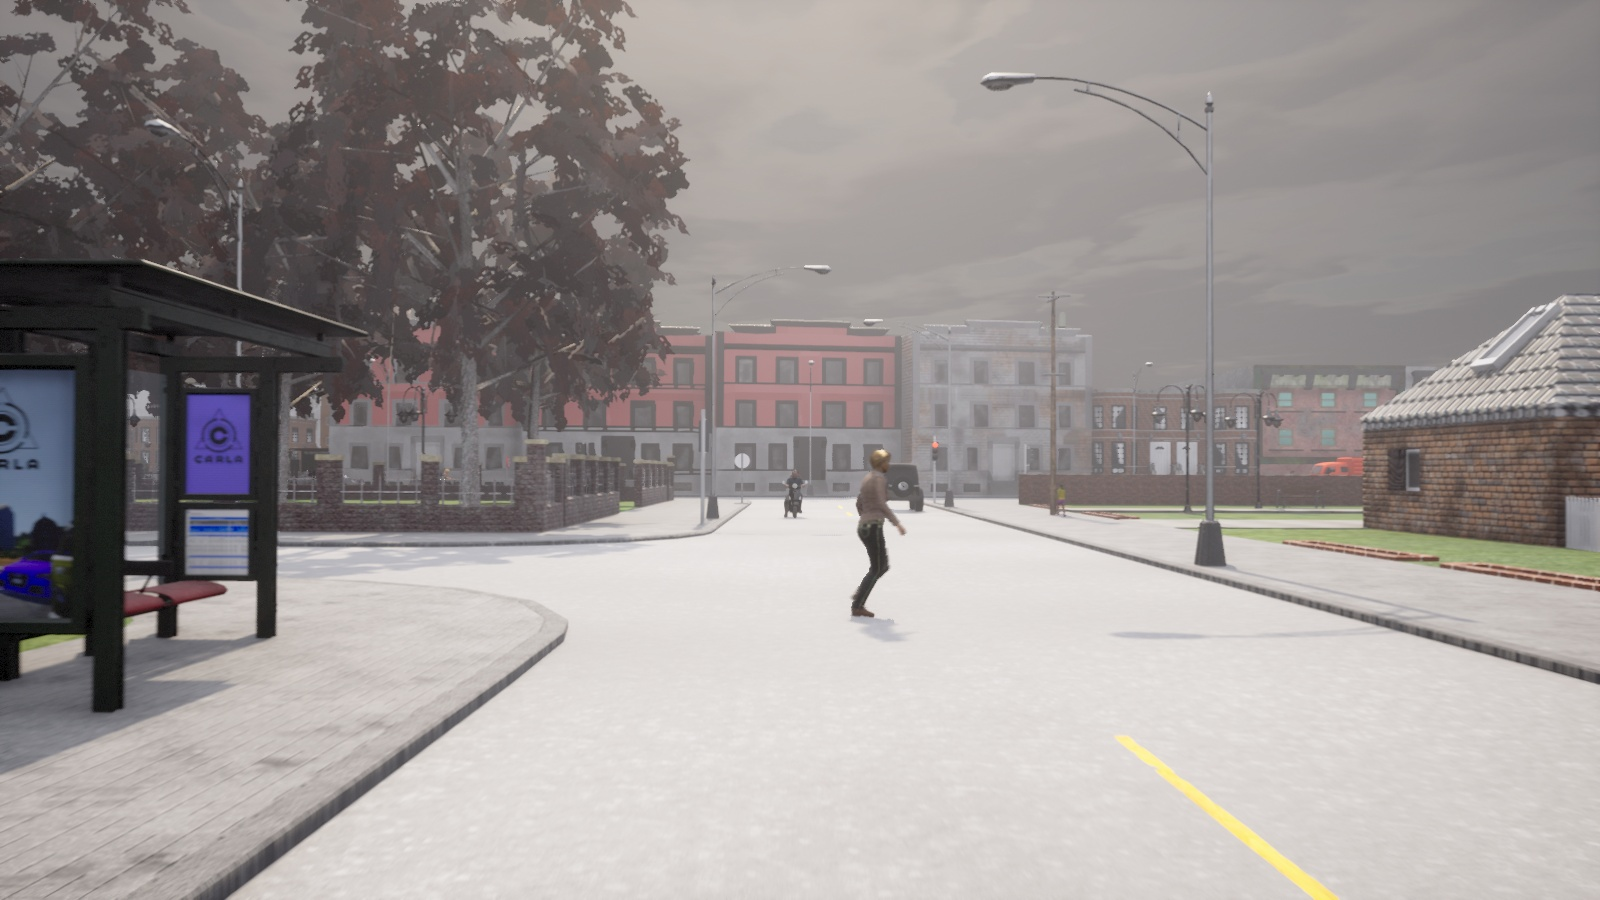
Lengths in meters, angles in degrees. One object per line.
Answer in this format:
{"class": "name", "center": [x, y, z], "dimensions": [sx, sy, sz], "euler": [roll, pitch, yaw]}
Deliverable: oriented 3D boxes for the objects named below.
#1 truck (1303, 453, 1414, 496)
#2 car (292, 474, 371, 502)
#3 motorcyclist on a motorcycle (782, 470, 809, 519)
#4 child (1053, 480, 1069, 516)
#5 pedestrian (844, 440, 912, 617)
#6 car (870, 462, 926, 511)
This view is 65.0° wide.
{"class": "truck", "center": [32.253, 1.415, 72.666], "dimensions": [5.204, 2.467, 2.627], "euler": [0, -1, 0]}
{"class": "car", "center": [-25.524, 2.077, 68.456], "dimensions": [3.633, 1.501, 1.845], "euler": [0, -1, 0]}
{"class": "motorcyclist on a motorcycle", "center": [-0.166, 1.476, 42.219], "dimensions": [0.866, 1.590, 1.817], "euler": [0, -1, -1]}
{"class": "child", "center": [8.486, 1.555, 40.864], "dimensions": [0.299, 1.160, 0.473], "euler": [0, -1, -18]}
{"class": "pedestrian", "center": [0.833, 0.826, 13.429], "dimensions": [0.634, 1.846, 0.331], "euler": [0, -1, -18]}
{"class": "car", "center": [3.856, 1.432, 49.974], "dimensions": [1.905, 1.878, 3.866], "euler": [0, -1, 0]}
